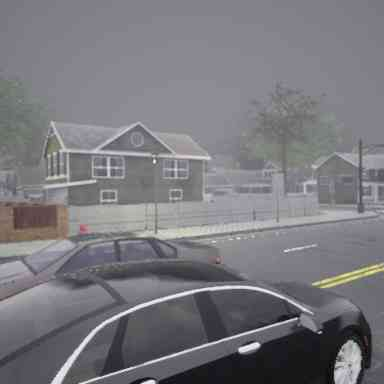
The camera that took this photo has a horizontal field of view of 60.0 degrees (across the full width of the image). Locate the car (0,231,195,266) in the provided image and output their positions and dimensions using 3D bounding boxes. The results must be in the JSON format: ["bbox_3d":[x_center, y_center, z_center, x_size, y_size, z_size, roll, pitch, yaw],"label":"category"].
[{"bbox_3d":[-1.817,1.518,6.380,5.357,1.411,2.033,-1,1,-35],"label":"car"}]

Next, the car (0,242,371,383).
[{"bbox_3d":[-0.078,1.478,3.383,4.892,1.490,1.837,-1,0,-35],"label":"car"}]

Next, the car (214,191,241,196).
[{"bbox_3d":[5.195,0.835,45.968,2.150,2.045,5.566,-1,1,-35],"label":"car"}]
